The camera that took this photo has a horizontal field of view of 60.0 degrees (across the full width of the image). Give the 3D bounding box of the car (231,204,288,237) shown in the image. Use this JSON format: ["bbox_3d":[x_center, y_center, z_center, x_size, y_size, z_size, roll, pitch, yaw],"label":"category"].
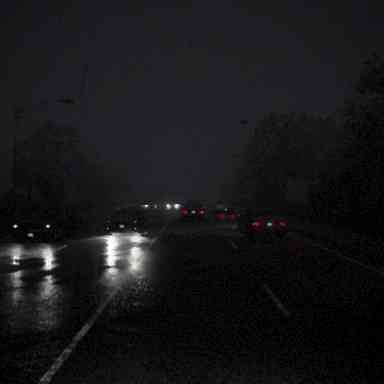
[{"bbox_3d":[3.601,1.539,17.902,2.033,1.411,5.357,0,0,0],"label":"car"}]

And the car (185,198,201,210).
[{"bbox_3d":[0.108,1.544,43.012,1.994,1.385,4.181,0,0,0],"label":"car"}]

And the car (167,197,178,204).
[{"bbox_3d":[-3.517,1.572,60.832,1.895,1.301,4.718,0,0,1],"label":"car"}]

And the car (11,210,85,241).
[{"bbox_3d":[-7.097,1.592,16.864,1.895,1.301,4.718,0,0,0],"label":"car"}]

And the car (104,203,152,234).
[{"bbox_3d":[-3.596,1.555,18.968,1.994,1.385,4.181,0,0,0],"label":"car"}]

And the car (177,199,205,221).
[{"bbox_3d":[0.104,1.535,27.210,2.033,1.411,5.357,0,0,0],"label":"car"}]

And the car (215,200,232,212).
[{"bbox_3d":[3.607,1.584,37.620,1.895,1.301,4.718,0,0,0],"label":"car"}]

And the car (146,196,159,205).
[{"bbox_3d":[-7.030,1.449,59.246,1.882,1.535,5.008,0,0,1],"label":"car"}]
